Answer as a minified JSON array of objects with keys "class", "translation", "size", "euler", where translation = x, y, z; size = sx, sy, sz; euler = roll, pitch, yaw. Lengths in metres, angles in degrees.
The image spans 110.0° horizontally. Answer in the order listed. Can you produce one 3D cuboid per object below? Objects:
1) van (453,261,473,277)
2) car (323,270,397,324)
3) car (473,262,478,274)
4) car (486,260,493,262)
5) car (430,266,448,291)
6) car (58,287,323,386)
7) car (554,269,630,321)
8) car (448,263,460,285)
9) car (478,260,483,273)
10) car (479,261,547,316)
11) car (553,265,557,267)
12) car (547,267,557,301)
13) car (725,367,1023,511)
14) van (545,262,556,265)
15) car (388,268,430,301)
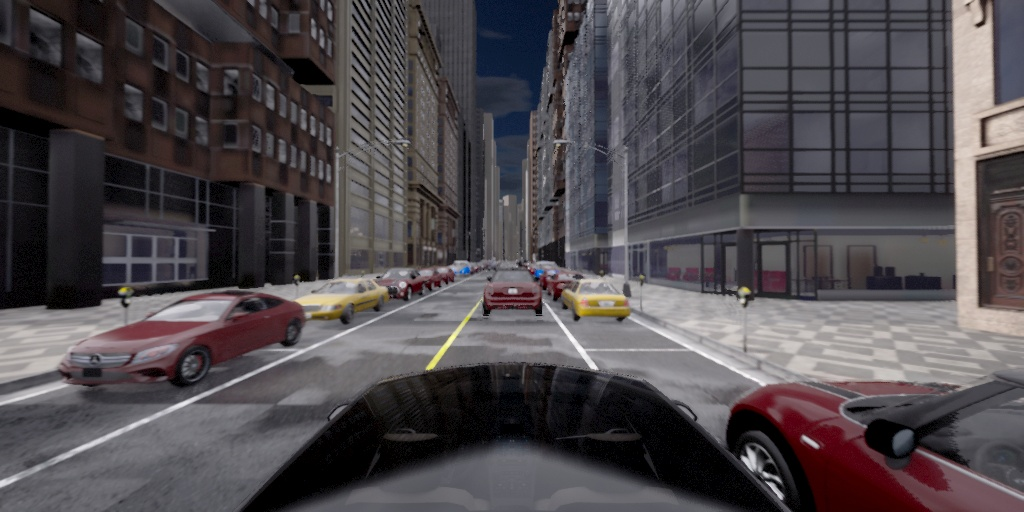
[{"class":"van","translation":[-5.764,1.464,40.624],"size":[1.690,1.789,3.998],"euler":[0,0,0]},{"class":"car","translation":[-5.763,1.380,12.446],"size":[1.751,1.417,4.829],"euler":[0,0,0]},{"class":"car","translation":[-5.764,1.759,46.225],"size":[1.802,1.307,4.207],"euler":[0,0,0]},{"class":"car","translation":[-3.059,1.869,59.535],"size":[1.994,1.385,4.181],"euler":[0,0,0]},{"class":"car","translation":[-5.763,1.507,23.819],"size":[1.888,1.381,4.507],"euler":[0,0,0]},{"class":"car","translation":[-5.763,1.383,7.014],"size":[1.802,1.307,4.207],"euler":[0,0,0]},{"class":"car","translation":[2.762,1.380,12.794],"size":[1.751,1.417,4.829],"euler":[0,0,0]},{"class":"car","translation":[-5.764,1.561,29.421],"size":[1.888,1.381,4.507],"euler":[0,0,0]},{"class":"car","translation":[-5.764,1.671,51.827],"size":[1.967,1.591,4.097],"euler":[0,0,0]},{"class":"car","translation":[0.043,1.221,14.186],"size":[2.097,1.767,4.553],"euler":[0,-1,0]},{"class":"car","translation":[2.762,1.507,23.828],"size":[1.888,1.381,4.507],"euler":[0,0,0]},{"class":"car","translation":[2.762,1.453,18.227],"size":[1.888,1.381,4.507],"euler":[0,0,0]},{"class":"car","translation":[2.763,1.187,1.420],"size":[1.967,1.591,4.097],"euler":[0,0,0]},{"class":"van","translation":[2.762,1.356,29.430],"size":[1.690,1.789,3.998],"euler":[0,0,0]},{"class":"car","translation":[-5.763,1.348,18.218],"size":[1.967,1.591,4.097],"euler":[0,0,0]}]
